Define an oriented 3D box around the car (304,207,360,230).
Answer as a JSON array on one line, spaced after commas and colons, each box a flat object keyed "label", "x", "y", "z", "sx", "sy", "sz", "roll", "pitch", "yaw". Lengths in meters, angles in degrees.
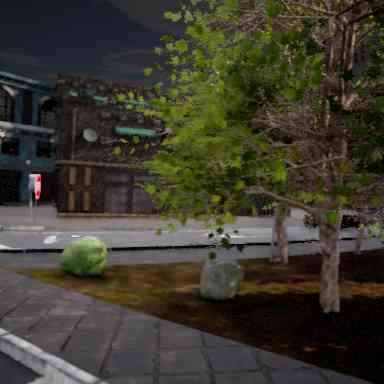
[{"label": "car", "x": 9.678, "y": 1.757, "z": 22.391, "sx": 5.008, "sy": 1.535, "sz": 1.882, "roll": 1, "pitch": 3, "yaw": -32}]
